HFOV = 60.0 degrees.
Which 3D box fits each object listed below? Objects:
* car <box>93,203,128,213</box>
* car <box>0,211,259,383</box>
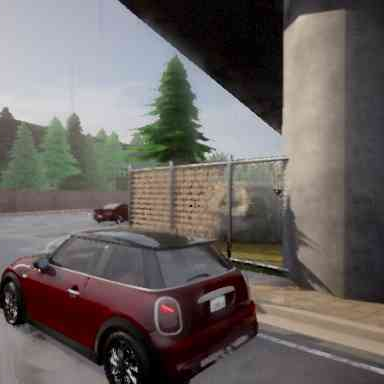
[{"bbox_3d":[-5.441,1.561,25.544,1.882,1.535,5.008,0,0,24],"label":"car"},{"bbox_3d":[-1.294,1.371,5.427,4.553,1.767,2.097,0,0,41],"label":"car"}]
